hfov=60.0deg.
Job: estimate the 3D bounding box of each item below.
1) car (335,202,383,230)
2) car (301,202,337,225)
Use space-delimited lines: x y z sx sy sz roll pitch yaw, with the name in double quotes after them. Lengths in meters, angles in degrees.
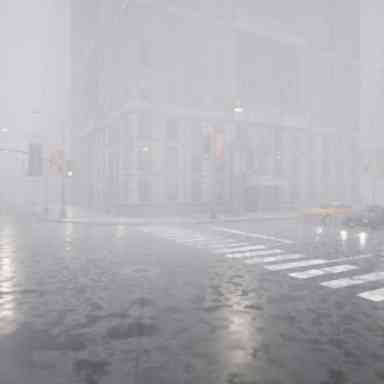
11.788 1.535 20.934 5.357 1.411 2.033 0 0 -29 "car"
10.107 1.464 24.000 5.008 1.535 1.882 0 0 -29 "car"
